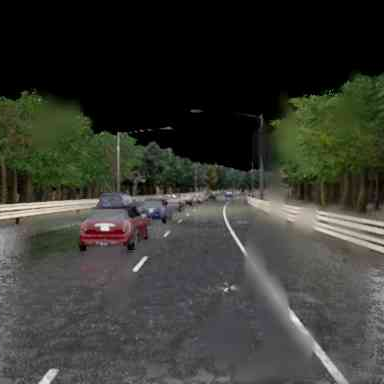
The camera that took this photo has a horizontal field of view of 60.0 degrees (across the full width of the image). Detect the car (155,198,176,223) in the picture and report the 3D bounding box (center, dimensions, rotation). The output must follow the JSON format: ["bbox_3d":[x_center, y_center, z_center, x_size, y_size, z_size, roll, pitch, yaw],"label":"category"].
[{"bbox_3d":[-2.679,1.302,24.903,2.097,1.767,4.553,0,0,4],"label":"car"}]

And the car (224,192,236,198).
[{"bbox_3d":[9.699,0.849,87.441,1.882,1.535,5.008,0,1,13],"label":"car"}]

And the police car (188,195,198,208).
[{"bbox_3d":[-0.694,1.289,46.664,1.930,1.638,5.238,0,0,7],"label":"police car"}]

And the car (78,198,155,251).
[{"bbox_3d":[-3.080,1.322,14.125,2.097,1.767,4.553,0,0,2],"label":"car"}]

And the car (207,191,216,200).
[{"bbox_3d":[4.416,0.850,78.747,2.150,2.045,5.566,0,0,11],"label":"car"}]

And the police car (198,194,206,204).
[{"bbox_3d":[0.711,1.291,57.322,2.038,1.542,4.974,0,0,8],"label":"police car"}]

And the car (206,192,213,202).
[{"bbox_3d":[2.417,1.254,68.046,2.033,1.411,5.357,0,0,10],"label":"car"}]

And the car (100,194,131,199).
[{"bbox_3d":[-5.921,1.163,26.927,2.150,2.045,5.566,0,0,4],"label":"car"}]

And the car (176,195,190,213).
[{"bbox_3d":[-1.836,1.417,35.758,2.128,1.511,4.902,0,0,5],"label":"car"}]
